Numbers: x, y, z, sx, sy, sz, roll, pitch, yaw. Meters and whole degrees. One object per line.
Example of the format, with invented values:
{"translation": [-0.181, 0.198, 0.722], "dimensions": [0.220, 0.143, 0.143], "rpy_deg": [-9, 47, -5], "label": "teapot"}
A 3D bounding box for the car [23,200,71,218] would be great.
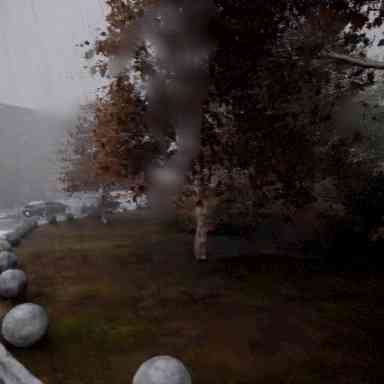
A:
{"translation": [-13.452, 1.516, 31.129], "dimensions": [1.837, 1.490, 4.892], "rpy_deg": [-1, 1, 19], "label": "car"}

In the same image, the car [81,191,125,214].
{"translation": [-9.079, 1.199, 33.560], "dimensions": [2.097, 1.767, 4.553], "rpy_deg": [0, 2, 21], "label": "car"}

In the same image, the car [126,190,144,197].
{"translation": [-11.603, 0.088, 61.232], "dimensions": [1.946, 1.575, 5.366], "rpy_deg": [-1, 3, 31], "label": "car"}
